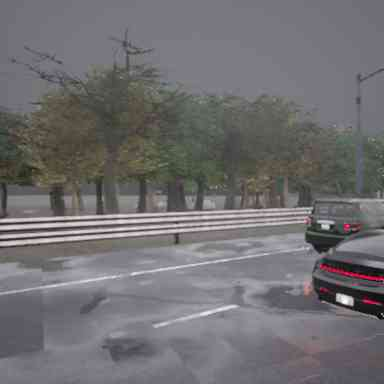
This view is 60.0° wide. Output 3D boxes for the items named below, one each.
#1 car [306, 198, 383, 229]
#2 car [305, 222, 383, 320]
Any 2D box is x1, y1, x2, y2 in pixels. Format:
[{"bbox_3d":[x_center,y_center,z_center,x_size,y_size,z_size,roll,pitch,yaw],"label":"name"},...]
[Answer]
[{"bbox_3d":[6.660,1.256,12.572,5.566,2.045,2.150,0,0,-34],"label":"car"},{"bbox_3d":[4.502,1.526,6.843,4.892,1.490,1.837,0,0,-35],"label":"car"}]
